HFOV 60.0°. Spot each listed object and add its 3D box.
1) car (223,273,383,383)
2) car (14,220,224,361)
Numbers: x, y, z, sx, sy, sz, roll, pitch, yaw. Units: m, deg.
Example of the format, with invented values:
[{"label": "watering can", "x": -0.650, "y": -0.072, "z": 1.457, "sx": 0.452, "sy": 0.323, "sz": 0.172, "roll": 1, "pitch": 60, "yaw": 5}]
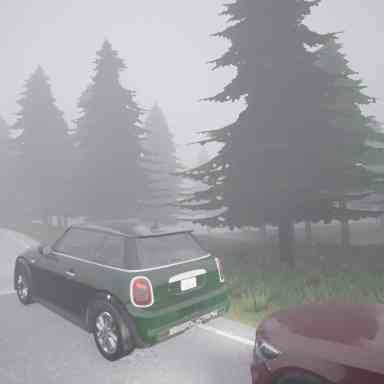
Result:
[{"label": "car", "x": 2.749, "y": 1.531, "z": 2.595, "sx": 4.674, "sy": 1.442, "sz": 1.812, "roll": 1, "pitch": 0, "yaw": 36}, {"label": "car", "x": -1.576, "y": 1.308, "z": 6.221, "sx": 4.553, "sy": 1.767, "sz": 2.097, "roll": 1, "pitch": 1, "yaw": 44}]
